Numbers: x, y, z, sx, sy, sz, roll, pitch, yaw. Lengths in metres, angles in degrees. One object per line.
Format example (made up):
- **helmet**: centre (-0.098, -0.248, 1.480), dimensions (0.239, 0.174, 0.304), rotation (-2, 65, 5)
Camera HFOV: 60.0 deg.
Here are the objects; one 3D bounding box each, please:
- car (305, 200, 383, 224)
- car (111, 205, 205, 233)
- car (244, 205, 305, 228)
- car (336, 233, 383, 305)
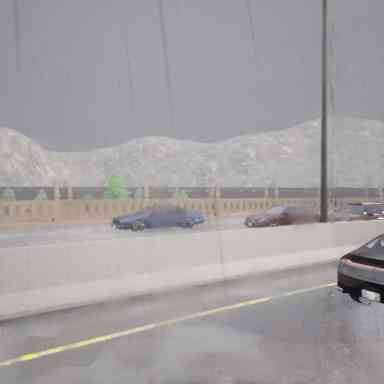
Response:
- **car**: centre (8.232, 1.312, 16.472), dimensions (4.553, 1.767, 2.097), rotation (0, 0, -25)
- **car**: centre (-1.842, 1.471, 19.141), dimensions (5.357, 1.411, 2.033), rotation (0, 0, -30)
- **car**: centre (5.190, 1.469, 18.892), dimensions (4.674, 1.442, 1.812), rotation (0, 0, -27)
- **car**: centre (5.009, 1.479, 6.662), dimensions (4.902, 1.511, 2.128), rotation (0, 0, -31)
